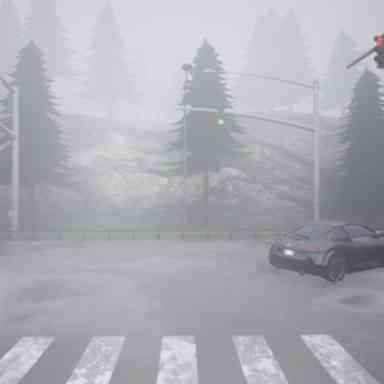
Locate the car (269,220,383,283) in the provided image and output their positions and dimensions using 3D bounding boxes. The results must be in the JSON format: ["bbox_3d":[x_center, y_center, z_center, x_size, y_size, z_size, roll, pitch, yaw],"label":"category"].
[{"bbox_3d":[4.227,1.508,9.464,4.181,1.385,1.994,0,-1,-30],"label":"car"}]
